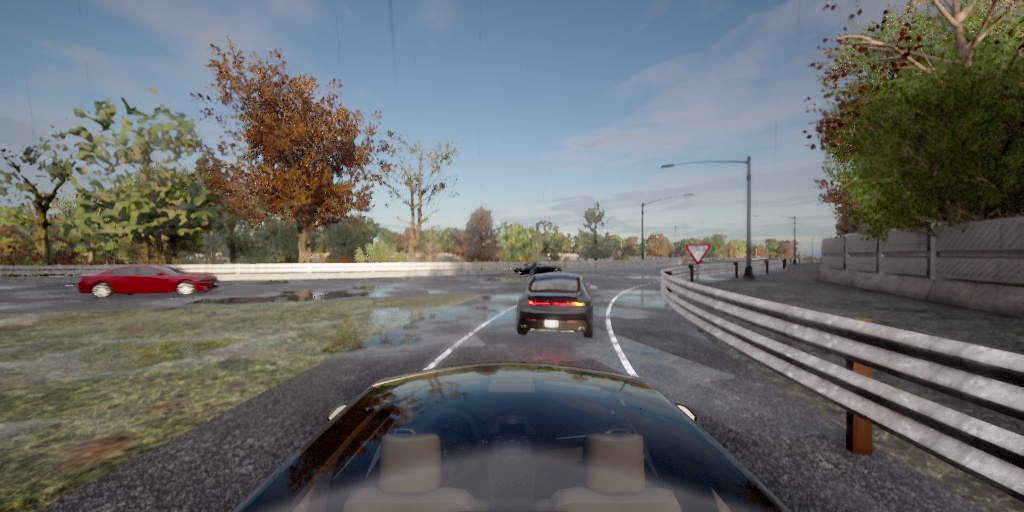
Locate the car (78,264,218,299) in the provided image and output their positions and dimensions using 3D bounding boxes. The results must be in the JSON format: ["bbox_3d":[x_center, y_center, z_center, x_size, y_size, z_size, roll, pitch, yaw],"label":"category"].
[{"bbox_3d":[-17.669,1.172,17.692,5.008,1.535,1.882,0,0,-20],"label":"car"}]

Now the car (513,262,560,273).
[{"bbox_3d":[2.527,1.244,34.589,4.718,1.301,1.895,0,0,-34],"label":"car"}]

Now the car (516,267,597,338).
[{"bbox_3d":[1.341,1.232,10.227,1.837,1.490,4.892,0,0,11],"label":"car"}]
